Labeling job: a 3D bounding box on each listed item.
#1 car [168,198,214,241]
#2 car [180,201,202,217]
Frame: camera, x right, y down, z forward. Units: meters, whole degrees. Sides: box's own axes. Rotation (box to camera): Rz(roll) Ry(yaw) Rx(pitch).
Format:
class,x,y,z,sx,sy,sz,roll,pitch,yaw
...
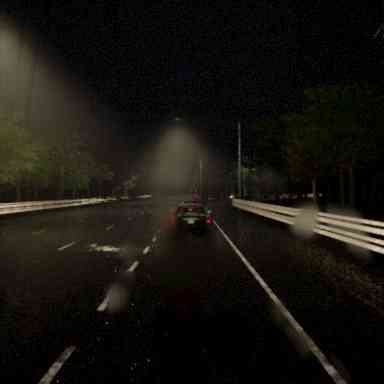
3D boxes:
class,x,y,z,sx,sy,sz,roll,pitch,yaw
car,-0.052,1.359,17.040,2.097,1.767,4.553,0,0,0
car,-0.099,1.581,32.425,1.994,1.385,4.181,0,0,0
